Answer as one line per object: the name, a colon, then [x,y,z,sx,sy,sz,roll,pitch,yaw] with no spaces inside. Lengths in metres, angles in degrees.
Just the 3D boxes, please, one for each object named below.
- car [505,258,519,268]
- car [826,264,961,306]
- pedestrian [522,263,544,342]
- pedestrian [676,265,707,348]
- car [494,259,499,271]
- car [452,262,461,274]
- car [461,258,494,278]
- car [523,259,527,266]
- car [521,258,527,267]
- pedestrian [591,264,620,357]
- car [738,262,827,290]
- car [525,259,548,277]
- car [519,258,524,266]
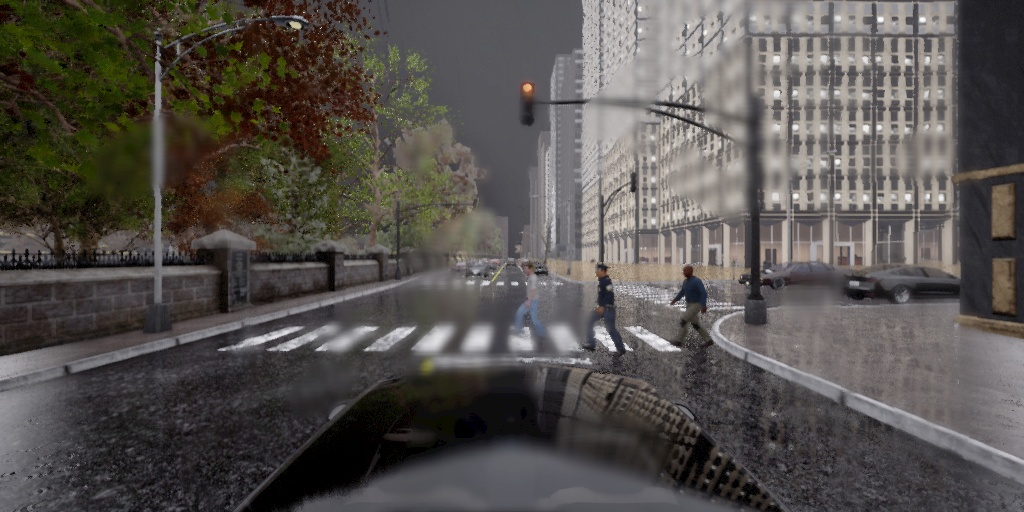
car: [-0.135,1.238,62.561,1.837,1.490,4.892,0,0,0]
car: [14.659,1.015,13.176,4.313,1.339,1.948,0,0,0]
pedestrian: [0.480,1.037,8.284,0.375,1.860,0.375,0,0,0]
pedestrian: [3.843,1.039,7.691,0.375,1.860,0.375,0,0,0]
car: [-3.188,1.295,48.747,1.994,1.385,4.181,0,0,0]
car: [-5.778,1.313,41.346,1.802,1.307,4.207,0,0,0]
car: [-3.156,1.223,33.900,2.128,1.511,4.902,0,0,1]
car: [2.602,1.296,41.365,1.948,1.339,4.313,0,0,0]
car: [2.590,1.296,46.997,1.948,1.339,4.313,0,0,0]
pedestrian: [1.842,1.039,7.087,0.375,1.860,0.375,0,0,0]
car: [15.102,1.008,18.973,5.357,1.411,2.033,-1,0,0]
car: [2.614,1.298,35.732,1.948,1.339,4.313,0,0,0]
car: [2.554,1.278,63.895,1.888,1.381,4.507,0,0,0]
